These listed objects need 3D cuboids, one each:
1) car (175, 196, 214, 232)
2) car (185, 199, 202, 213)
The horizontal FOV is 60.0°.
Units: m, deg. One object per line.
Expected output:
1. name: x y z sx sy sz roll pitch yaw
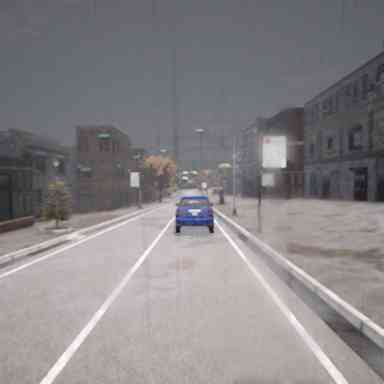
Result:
1. car: 0.152 1.240 20.159 2.150 2.045 5.566 0 0 0
2. car: 0.151 1.593 38.722 1.812 1.442 4.674 0 0 0
